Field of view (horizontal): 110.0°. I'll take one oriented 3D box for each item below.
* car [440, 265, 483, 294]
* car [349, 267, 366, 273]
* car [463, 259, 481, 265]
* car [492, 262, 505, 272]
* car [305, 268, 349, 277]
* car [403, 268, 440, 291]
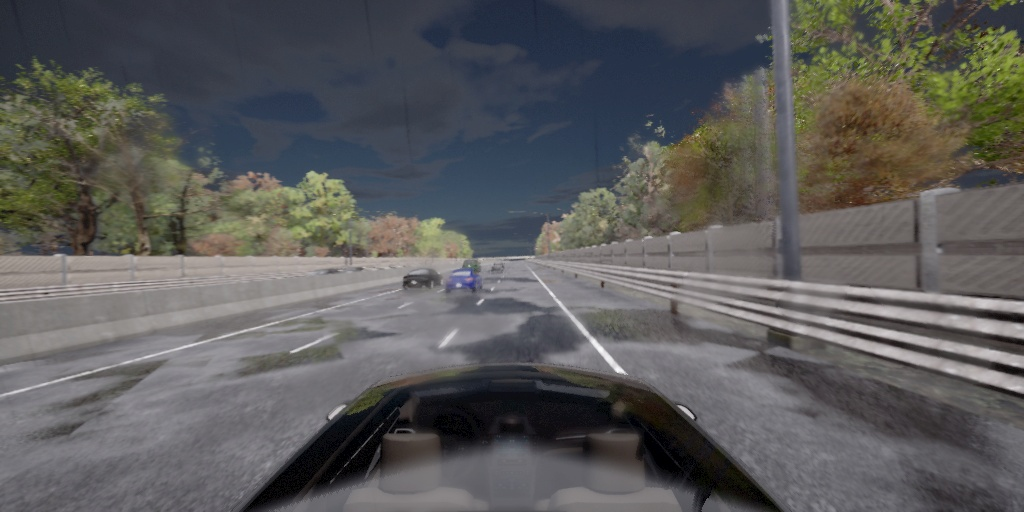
[{"bbox_3d":[-2.970,1.516,22.665,1.812,1.442,4.674,-2,0,1],"label":"car"},{"bbox_3d":[-20.065,2.178,45.042,2.097,1.767,4.553,-2,0,2],"label":"car"},{"bbox_3d":[-5.808,1.512,51.975,2.150,2.045,5.566,-2,0,1],"label":"car"},{"bbox_3d":[-2.175,1.671,57.282,2.128,1.511,4.902,-2,0,1],"label":"car"},{"bbox_3d":[-16.933,1.969,32.031,2.097,1.767,4.553,-2,0,2],"label":"car"},{"bbox_3d":[-6.389,1.628,26.190,1.882,1.535,5.008,-2,0,1],"label":"car"}]
